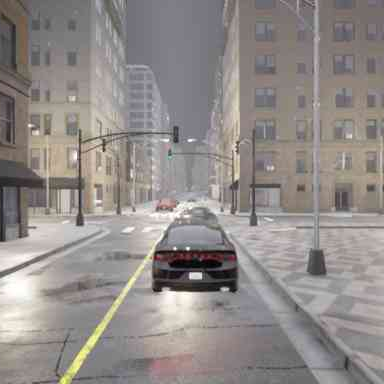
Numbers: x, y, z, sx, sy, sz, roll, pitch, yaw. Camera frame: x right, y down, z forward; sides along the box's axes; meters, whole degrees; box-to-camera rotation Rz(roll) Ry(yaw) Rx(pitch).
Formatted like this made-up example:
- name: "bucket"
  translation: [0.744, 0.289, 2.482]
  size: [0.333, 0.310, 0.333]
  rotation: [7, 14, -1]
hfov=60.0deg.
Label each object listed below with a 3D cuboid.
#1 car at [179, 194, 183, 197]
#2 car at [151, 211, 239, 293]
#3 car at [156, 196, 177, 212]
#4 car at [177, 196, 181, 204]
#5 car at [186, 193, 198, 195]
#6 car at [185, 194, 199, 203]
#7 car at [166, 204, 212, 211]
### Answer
- name: "car"
  translation: [-3.170, 1.567, 59.585]
  size: [1.837, 1.490, 4.892]
  rotation: [0, 0, 0]
- name: "car"
  translation: [0.061, 1.487, 8.930]
  size: [1.882, 1.535, 5.008]
  rotation: [0, 0, 0]
- name: "car"
  translation: [-3.166, 1.518, 39.679]
  size: [1.882, 1.535, 5.008]
  rotation: [0, 0, -1]
- name: "car"
  translation: [-3.151, 1.598, 49.410]
  size: [2.033, 1.411, 5.357]
  rotation: [0, 0, 0]
- name: "car"
  translation: [-0.151, 1.610, 80.812]
  size: [1.812, 1.442, 4.674]
  rotation: [0, 0, 0]
- name: "car"
  translation: [-0.050, 1.675, 70.720]
  size: [1.895, 1.301, 4.718]
  rotation: [0, 0, 0]
- name: "car"
  translation: [0.346, 1.568, 19.165]
  size: [2.033, 1.411, 5.357]
  rotation: [0, 0, 12]
